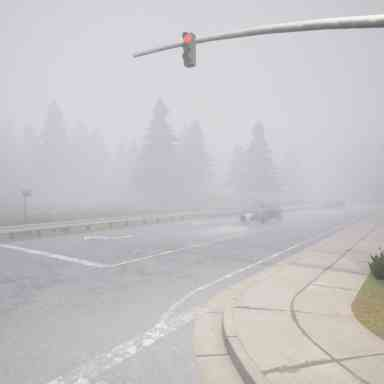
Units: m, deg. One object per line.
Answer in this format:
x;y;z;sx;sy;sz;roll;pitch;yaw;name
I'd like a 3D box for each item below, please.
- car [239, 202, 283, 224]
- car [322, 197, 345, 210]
5.177;1.478;24.490;2.128;1.511;4.902;0;0;34;car
18.439;1.457;43.168;1.882;1.535;5.008;0;0;37;car
